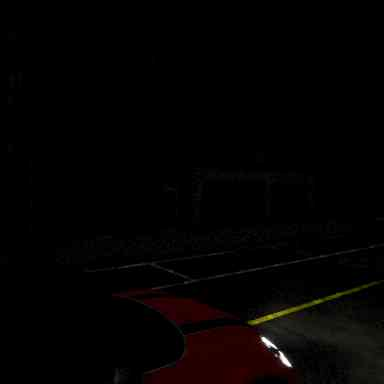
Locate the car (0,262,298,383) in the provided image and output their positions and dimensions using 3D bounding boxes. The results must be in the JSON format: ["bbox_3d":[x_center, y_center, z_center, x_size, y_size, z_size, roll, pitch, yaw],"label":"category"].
[{"bbox_3d":[-1.276,1.351,2.370,4.553,1.767,2.097,0,0,-35],"label":"car"}]

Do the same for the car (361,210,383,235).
[{"bbox_3d":[10.616,1.582,17.470,4.206,1.307,1.802,0,0,-35],"label":"car"}]
